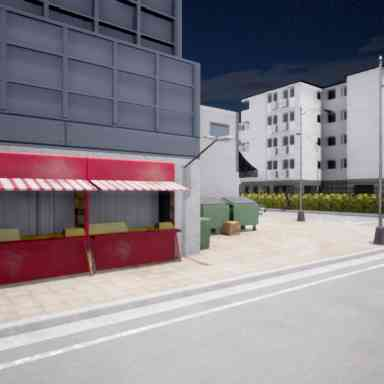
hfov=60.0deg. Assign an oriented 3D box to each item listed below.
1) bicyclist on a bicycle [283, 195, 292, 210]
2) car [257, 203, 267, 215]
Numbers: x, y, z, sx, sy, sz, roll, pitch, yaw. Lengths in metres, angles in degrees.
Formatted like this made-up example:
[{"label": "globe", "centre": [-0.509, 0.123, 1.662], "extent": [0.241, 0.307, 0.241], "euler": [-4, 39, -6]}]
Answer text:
[{"label": "bicyclist on a bicycle", "centre": [10.104, 1.120, 35.160], "extent": [1.656, 1.620, 0.582], "euler": [0, 0, -37]}, {"label": "car", "centre": [4.533, 1.312, 30.112], "extent": [2.128, 1.511, 4.902], "euler": [0, 0, -37]}]
